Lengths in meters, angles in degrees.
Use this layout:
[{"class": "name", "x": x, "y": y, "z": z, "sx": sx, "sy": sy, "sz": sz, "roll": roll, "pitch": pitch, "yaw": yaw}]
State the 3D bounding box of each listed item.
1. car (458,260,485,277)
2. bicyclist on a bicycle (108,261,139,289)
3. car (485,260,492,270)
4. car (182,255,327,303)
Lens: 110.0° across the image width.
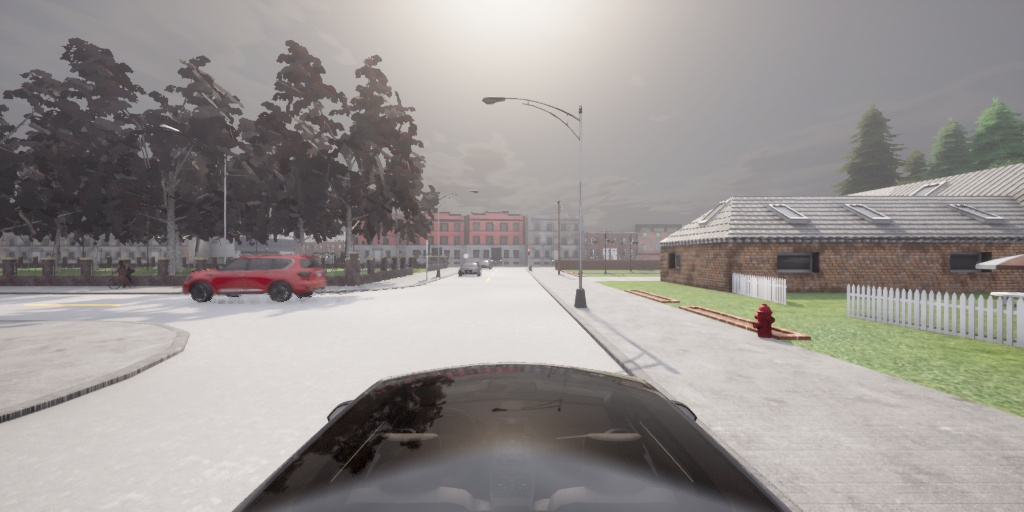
[{"class": "car", "x": -4.095, "y": 1.314, "z": 35.655, "sx": 1.994, "sy": 1.385, "sz": 4.181, "roll": 0, "pitch": 0, "yaw": 0}, {"class": "bicyclist on a bicycle", "x": -22.639, "y": 1.099, "z": 20.917, "sx": 0.582, "sy": 1.620, "sz": 1.656, "roll": 0, "pitch": 0, "yaw": 0}, {"class": "car", "x": -4.013, "y": 1.314, "z": 52.440, "sx": 1.994, "sy": 1.385, "sz": 4.181, "roll": 0, "pitch": 0, "yaw": 0}, {"class": "car", "x": -11.446, "y": 0.971, "z": 16.246, "sx": 5.566, "sy": 2.045, "sz": 2.150, "roll": 0, "pitch": 1, "yaw": -2}]
